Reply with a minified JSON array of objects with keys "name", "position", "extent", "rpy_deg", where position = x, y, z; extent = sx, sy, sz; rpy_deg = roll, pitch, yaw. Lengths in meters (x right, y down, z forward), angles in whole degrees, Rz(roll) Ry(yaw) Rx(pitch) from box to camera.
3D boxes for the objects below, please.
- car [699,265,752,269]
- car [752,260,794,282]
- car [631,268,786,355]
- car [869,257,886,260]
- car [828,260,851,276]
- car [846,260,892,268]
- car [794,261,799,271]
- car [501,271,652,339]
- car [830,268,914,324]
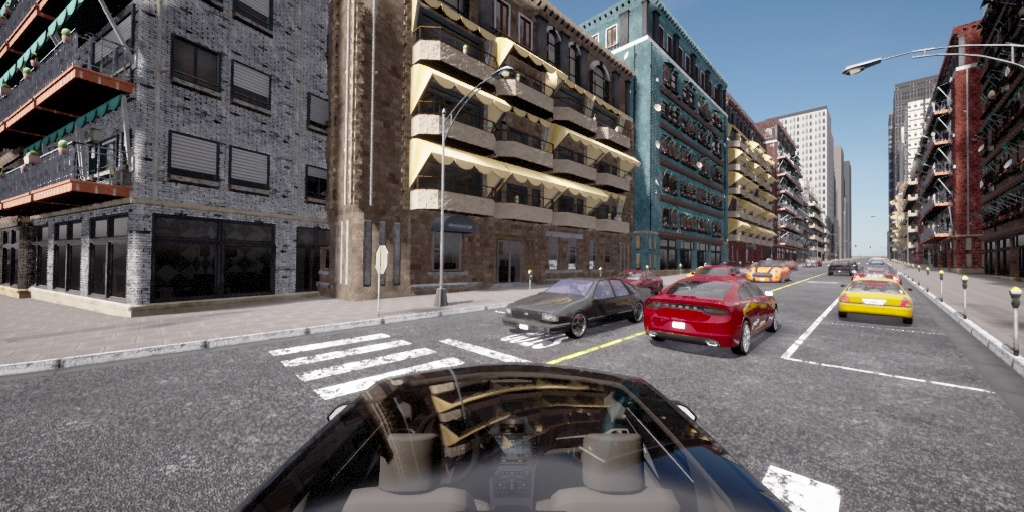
[{"name":"car","position":[10.643,1.250,18.662],"extent":[5.008,1.535,1.882],"rpy_deg":[0,0,-44]},{"name":"car","position":[19.719,1.133,27.527],"extent":[4.553,1.767,2.097],"rpy_deg":[0,0,-44]},{"name":"car","position":[5.094,1.235,8.891],"extent":[5.008,1.535,1.882],"rpy_deg":[0,0,-44]},{"name":"car","position":[43.623,1.213,42.849],"extent":[4.097,1.591,1.967],"rpy_deg":[0,0,-44]},{"name":"car","position":[34.239,1.282,37.300],"extent":[4.892,1.490,1.837],"rpy_deg":[0,0,-45]},{"name":"car","position":[19.870,1.204,19.590],"extent":[4.097,1.591,1.967],"rpy_deg":[0,0,-44]},{"name":"car","position":[37.721,1.336,48.801],"extent":[4.507,1.381,1.888],"rpy_deg":[0,0,-44]},{"name":"car","position":[2.208,1.311,10.431],"extent":[5.357,1.411,2.033],"rpy_deg":[0,0,-44]},{"name":"car","position":[12.073,1.283,11.957],"extent":[4.829,1.417,1.751],"rpy_deg":[0,0,-44]}]
